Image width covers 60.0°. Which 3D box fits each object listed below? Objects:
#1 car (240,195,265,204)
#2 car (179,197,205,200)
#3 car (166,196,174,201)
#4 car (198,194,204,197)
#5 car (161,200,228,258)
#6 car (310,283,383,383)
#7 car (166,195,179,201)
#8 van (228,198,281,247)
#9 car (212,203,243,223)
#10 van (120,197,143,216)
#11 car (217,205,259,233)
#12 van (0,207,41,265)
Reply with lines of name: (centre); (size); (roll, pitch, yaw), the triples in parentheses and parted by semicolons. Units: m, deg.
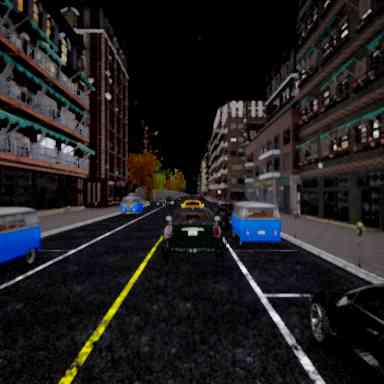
car: (13.473, 1.660, 74.453); (5.009, 1.841, 2.192); (1, -1, -1)
car: (0.056, 1.485, 29.244); (1.882, 1.535, 5.008); (0, 0, 0)
car: (-5.679, 1.655, 86.777); (1.947, 1.339, 4.313); (0, 0, 0)
car: (2.701, 1.645, 92.406); (1.887, 1.381, 4.507); (0, 0, 0)
car: (0.044, 1.352, 12.895); (2.097, 1.767, 4.553); (0, 0, 1)
car: (2.695, 1.565, 3.416); (1.947, 1.339, 4.313); (0, 0, 0)
car: (-3.042, 1.523, 53.790); (2.128, 1.511, 4.902); (0, 0, 1)
van: (2.697, 1.342, 14.742); (1.690, 1.788, 3.998); (0, 0, 0)
car: (2.697, 1.571, 26.066); (1.947, 1.339, 4.313); (0, 0, 0)
van: (-5.682, 1.351, 31.727); (1.690, 1.788, 3.998); (0, 0, 0)
car: (2.697, 1.569, 20.403); (1.947, 1.339, 4.313); (0, 0, 0)
van: (-5.684, 1.342, 9.080); (1.690, 1.788, 3.998); (0, 0, 0)
